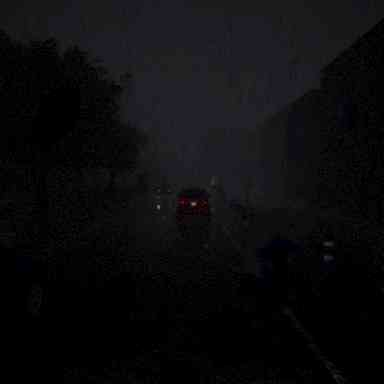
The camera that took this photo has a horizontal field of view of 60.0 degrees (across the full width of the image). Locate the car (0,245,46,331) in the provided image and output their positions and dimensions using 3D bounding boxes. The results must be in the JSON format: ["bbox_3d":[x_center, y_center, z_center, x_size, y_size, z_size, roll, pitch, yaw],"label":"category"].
[{"bbox_3d":[-3.611,1.496,4.448,1.812,1.442,4.674,0,0,0],"label":"car"}]

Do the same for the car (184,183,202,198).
[{"bbox_3d":[0.112,-0.192,41.564,2.128,1.511,4.902,0,5,0],"label":"car"}]

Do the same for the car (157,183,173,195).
[{"bbox_3d":[-3.576,-0.417,44.601,1.837,1.490,4.892,0,4,0],"label":"car"}]

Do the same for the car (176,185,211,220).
[{"bbox_3d":[0.107,0.713,23.019,2.150,2.045,5.566,0,2,0],"label":"car"}]
